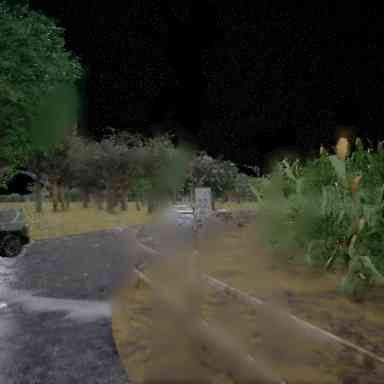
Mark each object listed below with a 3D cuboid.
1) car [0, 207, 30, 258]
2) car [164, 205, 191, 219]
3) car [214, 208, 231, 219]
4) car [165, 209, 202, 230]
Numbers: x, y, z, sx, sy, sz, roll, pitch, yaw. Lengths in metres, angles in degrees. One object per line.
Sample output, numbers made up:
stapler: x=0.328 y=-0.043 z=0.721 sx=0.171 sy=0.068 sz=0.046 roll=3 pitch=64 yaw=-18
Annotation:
car: x=-8.530 y=1.554 z=11.993 sx=2.150 sy=2.045 sz=5.566 roll=-1 pitch=-2 yaw=19
car: x=-1.486 y=2.550 z=39.296 sx=2.150 sy=2.045 sz=5.566 roll=-1 pitch=-2 yaw=14
car: x=4.489 y=3.122 z=48.076 sx=1.882 sy=1.535 sz=5.008 roll=-1 pitch=-2 yaw=14
car: x=-0.288 y=2.472 z=28.772 sx=2.033 sy=1.411 sz=5.357 roll=-1 pitch=-2 yaw=14
